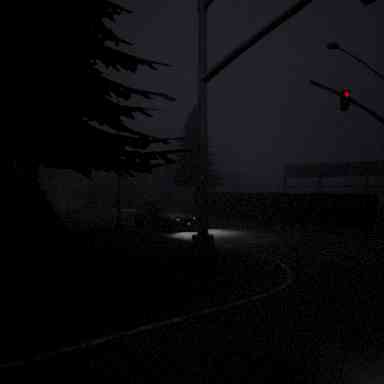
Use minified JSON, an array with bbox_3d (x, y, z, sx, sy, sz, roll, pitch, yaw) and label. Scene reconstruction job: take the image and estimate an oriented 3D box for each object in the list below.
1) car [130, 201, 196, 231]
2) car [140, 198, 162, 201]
[{"bbox_3d":[-1.772,1.507,20.449,1.812,1.442,4.674,0,0,-44],"label":"car"},{"bbox_3d":[-5.739,1.508,44.502,2.033,1.411,5.357,0,0,40],"label":"car"}]
